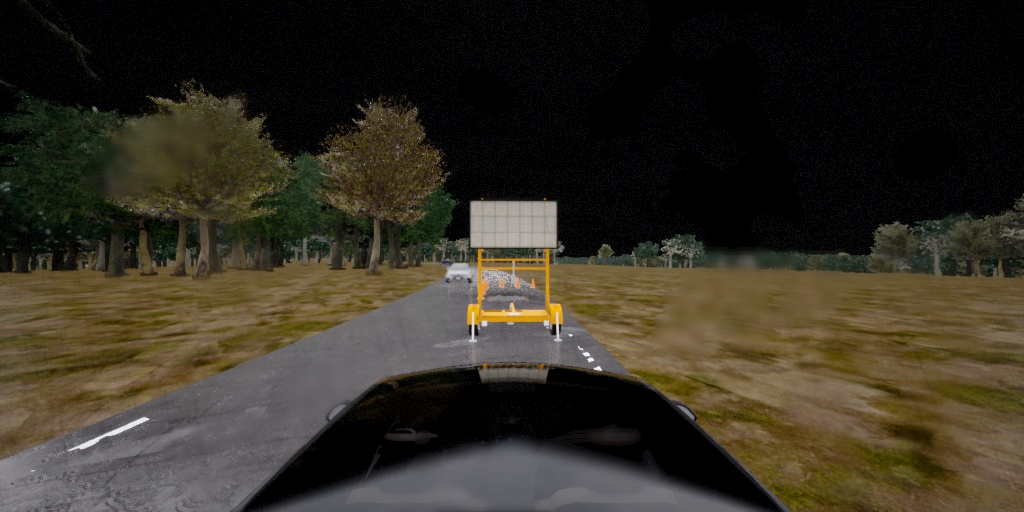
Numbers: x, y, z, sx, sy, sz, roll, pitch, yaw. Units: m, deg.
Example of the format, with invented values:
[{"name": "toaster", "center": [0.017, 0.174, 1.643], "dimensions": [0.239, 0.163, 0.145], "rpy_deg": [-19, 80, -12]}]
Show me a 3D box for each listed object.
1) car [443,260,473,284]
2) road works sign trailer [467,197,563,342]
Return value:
[{"name": "car", "center": [-3.903, 1.274, 26.994], "dimensions": [1.812, 1.442, 4.674], "rpy_deg": [0, 0, -5]}, {"name": "road works sign trailer", "center": [0.041, 0.214, 9.789], "dimensions": [2.380, 3.560, 2.880], "rpy_deg": [0, 0, -2]}]
